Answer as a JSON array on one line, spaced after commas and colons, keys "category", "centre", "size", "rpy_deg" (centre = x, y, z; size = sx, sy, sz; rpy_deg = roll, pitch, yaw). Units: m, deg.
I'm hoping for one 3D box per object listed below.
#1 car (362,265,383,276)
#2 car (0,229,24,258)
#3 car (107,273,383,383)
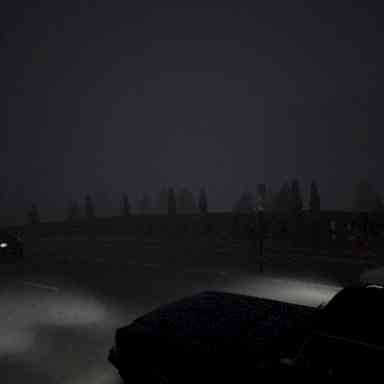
[{"category": "car", "centre": [4.950, 1.508, 4.745], "size": [4.674, 1.442, 1.812], "rpy_deg": [-1, 0, 35]}, {"category": "car", "centre": [-9.455, 2.360, 15.034], "size": [4.181, 1.385, 1.994], "rpy_deg": [-6, -3, 35]}, {"category": "car", "centre": [1.418, 1.610, 2.989], "size": [4.718, 1.301, 1.895], "rpy_deg": [-1, -1, 36]}]
